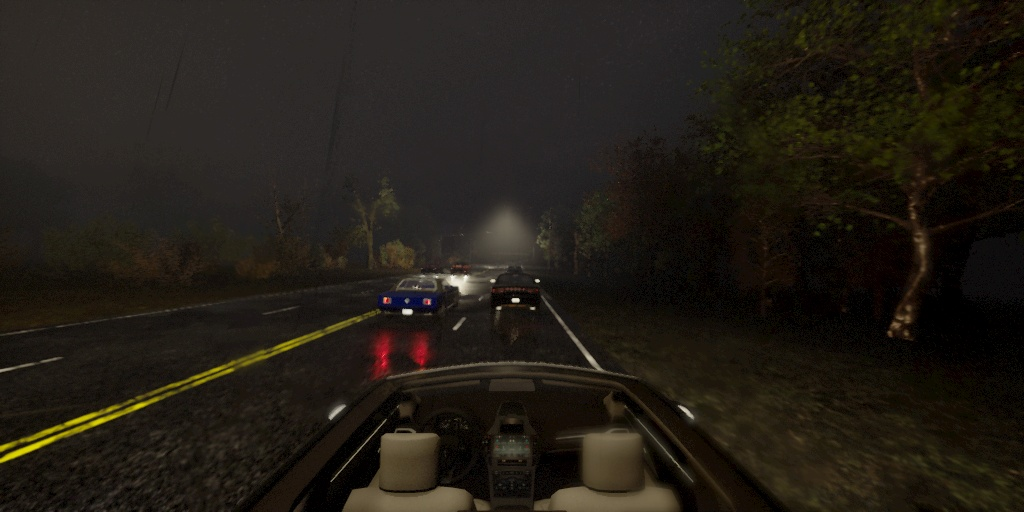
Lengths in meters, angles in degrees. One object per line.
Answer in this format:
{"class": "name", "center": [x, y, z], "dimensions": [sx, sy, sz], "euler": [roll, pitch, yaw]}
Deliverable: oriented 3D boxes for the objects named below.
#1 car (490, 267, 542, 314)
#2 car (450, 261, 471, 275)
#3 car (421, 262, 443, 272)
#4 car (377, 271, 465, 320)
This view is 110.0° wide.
{"class": "car", "center": [0.136, 1.386, 14.715], "dimensions": [1.882, 1.535, 5.008], "euler": [0, -1, 0]}
{"class": "car", "center": [-6.295, 1.421, 44.399], "dimensions": [2.097, 1.767, 4.553], "euler": [2, -1, 1]}
{"class": "car", "center": [-9.565, 1.438, 43.174], "dimensions": [1.882, 1.535, 5.008], "euler": [2, -1, 1]}
{"class": "car", "center": [-3.112, 1.413, 12.978], "dimensions": [1.895, 1.301, 4.718], "euler": [2, -1, 0]}
